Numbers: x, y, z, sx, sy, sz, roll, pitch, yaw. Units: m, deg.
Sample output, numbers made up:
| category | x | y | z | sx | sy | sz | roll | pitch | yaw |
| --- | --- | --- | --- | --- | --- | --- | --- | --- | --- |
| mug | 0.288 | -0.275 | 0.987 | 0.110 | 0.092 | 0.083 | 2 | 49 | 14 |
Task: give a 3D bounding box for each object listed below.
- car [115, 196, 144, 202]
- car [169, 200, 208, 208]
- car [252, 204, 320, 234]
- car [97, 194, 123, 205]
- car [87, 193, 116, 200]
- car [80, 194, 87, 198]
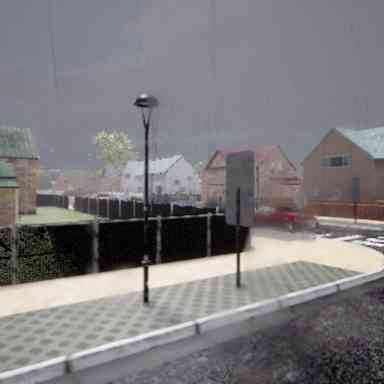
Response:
| category | x | y | z | sx | sy | sz | roll | pitch | yaw |
| --- | --- | --- | --- | --- | --- | --- | --- | --- | --- |
| car | -6.056 | 1.214 | 35.256 | 1.837 | 1.490 | 4.892 | 0 | 1 | -34 |
| car | -0.469 | 1.360 | 27.046 | 2.033 | 1.411 | 5.357 | 0 | 1 | -34 |
| car | 4.960 | 1.437 | 18.966 | 1.812 | 1.442 | 4.674 | 0 | 1 | -32 |
| car | -12.362 | 1.093 | 49.732 | 2.033 | 1.411 | 5.357 | 0 | 1 | -35 |
| car | -11.811 | 0.952 | 43.768 | 2.097 | 1.767 | 4.553 | 0 | 1 | -34 |
| car | -18.271 | 1.033 | 58.402 | 1.895 | 1.301 | 4.718 | 0 | 1 | -34 |
